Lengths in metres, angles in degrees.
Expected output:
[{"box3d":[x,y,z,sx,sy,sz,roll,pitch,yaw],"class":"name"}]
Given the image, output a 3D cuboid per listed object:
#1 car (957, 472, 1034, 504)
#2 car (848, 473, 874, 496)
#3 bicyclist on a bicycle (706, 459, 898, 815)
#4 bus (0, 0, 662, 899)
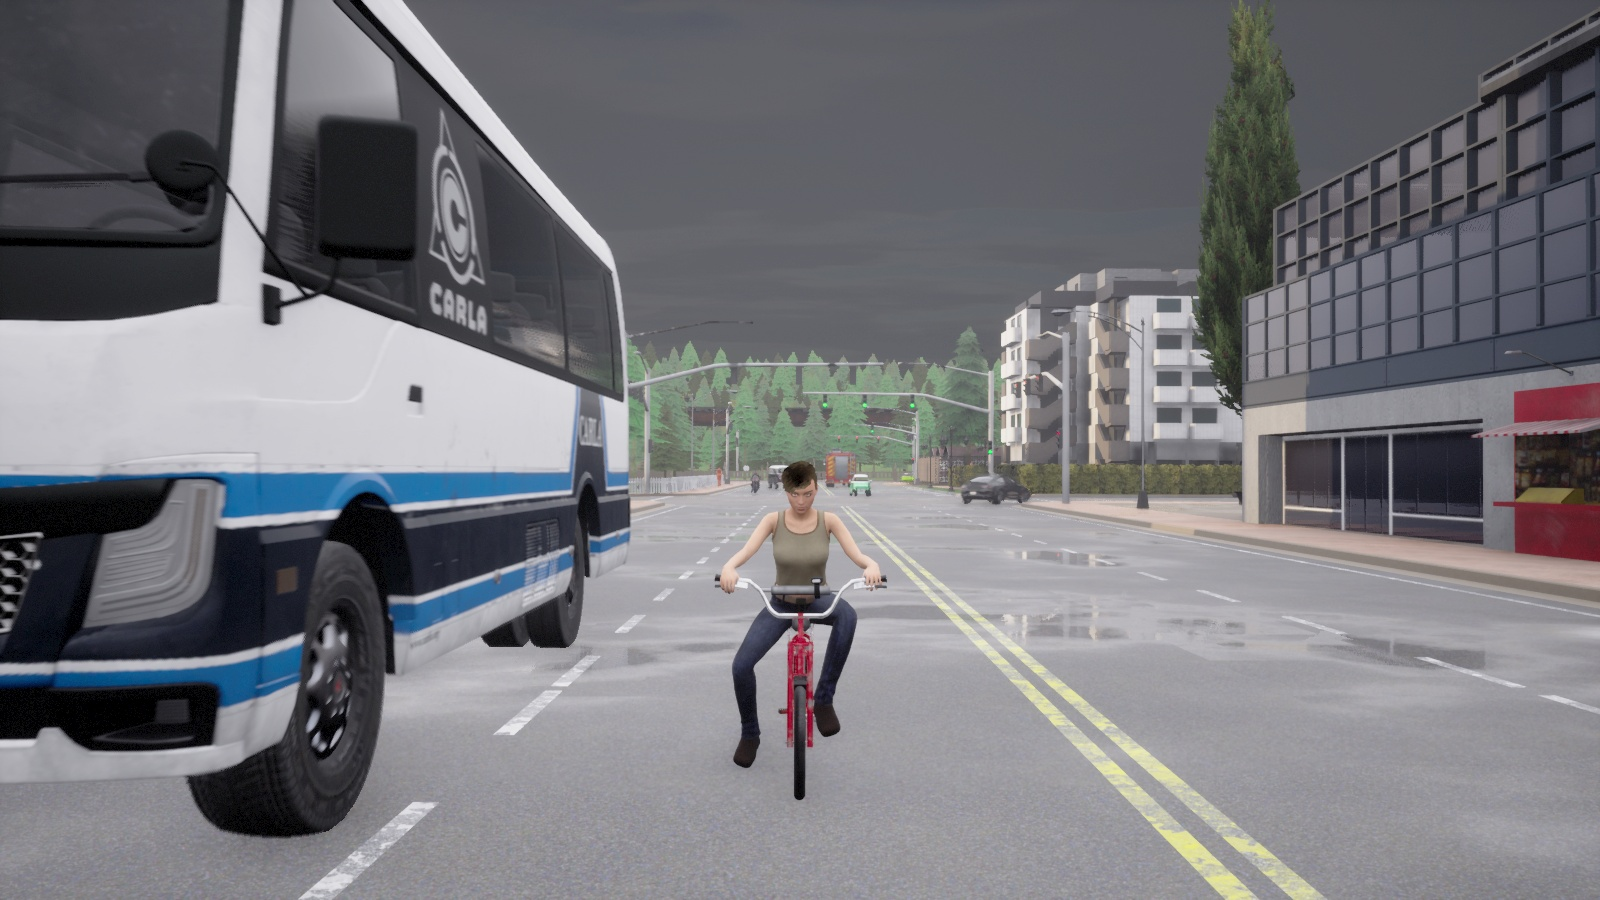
[{"box3d":[9.536,1.824,61.021,1.812,1.442,4.674,-1,-1,35],"class":"car"},{"box3d":[3.827,2.176,78.919,1.481,1.376,2.207,0,-1,0],"class":"car"},{"box3d":[0.010,0.859,6.459,0.866,1.612,1.509,0,-1,0],"class":"bicyclist on a bicycle"},{"box3d":[-3.486,-0.407,8.402,3.944,4.253,10.273,0,-1,0],"class":"bus"}]
